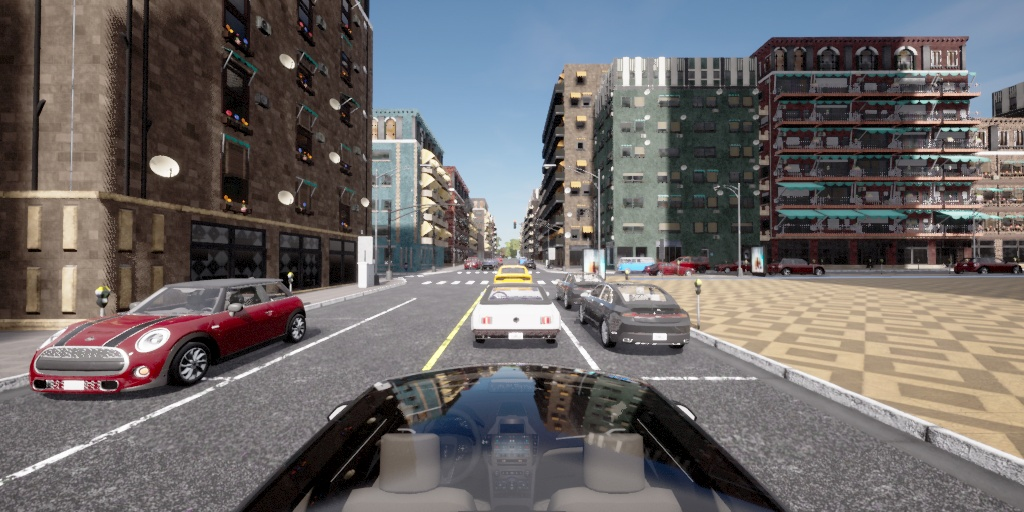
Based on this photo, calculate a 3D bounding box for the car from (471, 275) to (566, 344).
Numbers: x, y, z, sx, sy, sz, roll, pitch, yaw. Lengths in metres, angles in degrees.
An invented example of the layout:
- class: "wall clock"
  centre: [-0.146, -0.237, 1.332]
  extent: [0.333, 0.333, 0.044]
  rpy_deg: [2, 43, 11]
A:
- class: "car"
  centre: [0.082, 1.353, 9.593]
  extent: [1.895, 1.301, 4.718]
  rpy_deg: [0, 0, 0]

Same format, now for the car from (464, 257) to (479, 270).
- class: "car"
  centre: [-5.801, 1.083, 52.794]
  extent: [2.192, 1.841, 5.009]
  rpy_deg: [0, 0, 0]

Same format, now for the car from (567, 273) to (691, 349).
- class: "car"
  centre: [2.805, 1.303, 9.011]
  extent: [2.007, 1.370, 4.403]
  rpy_deg: [0, 0, 0]

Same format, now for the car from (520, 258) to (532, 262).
- class: "car"
  centre: [2.580, 1.334, 52.773]
  extent: [1.948, 1.339, 4.313]
  rpy_deg: [0, 0, 0]

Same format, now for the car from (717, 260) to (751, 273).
- class: "car"
  centre: [24.743, 1.165, 39.556]
  extent: [4.507, 1.381, 1.888]
  rpy_deg: [0, 0, 0]

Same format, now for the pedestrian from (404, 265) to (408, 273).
- class: "pedestrian"
  centre: [-12.618, 1.097, 42.705]
  extent: [0.375, 1.860, 0.375]
  rpy_deg: [0, 0, 0]

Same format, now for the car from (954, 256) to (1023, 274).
- class: "car"
  centre: [41.281, 0.811, 31.093]
  extent: [4.097, 1.591, 1.967]
  rpy_deg: [0, 0, 0]

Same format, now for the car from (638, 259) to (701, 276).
- class: "car"
  centre: [13.644, 1.163, 31.231]
  extent: [4.207, 1.307, 1.802]
  rpy_deg: [0, 0, 0]

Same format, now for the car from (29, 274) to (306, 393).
- class: "car"
  centre: [-5.830, 1.191, 6.756]
  extent: [1.967, 1.591, 4.097]
  rpy_deg: [0, 0, 0]

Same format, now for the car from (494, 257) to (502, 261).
- class: "car"
  centre: [-3.211, 1.319, 60.157]
  extent: [2.033, 1.411, 5.357]
  rpy_deg: [0, 0, 0]

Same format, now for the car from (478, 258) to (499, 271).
- class: "car"
  centre: [-3.222, 1.368, 50.464]
  extent: [1.895, 1.301, 4.718]
  rpy_deg: [0, 0, 1]

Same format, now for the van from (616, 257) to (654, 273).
- class: "van"
  centre: [13.688, 1.046, 39.611]
  extent: [3.998, 1.789, 1.690]
  rpy_deg: [0, 0, 0]

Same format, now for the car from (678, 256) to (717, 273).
- class: "car"
  centre: [19.215, 0.977, 39.583]
  extent: [5.009, 1.841, 2.192]
  rpy_deg: [0, 0, 0]

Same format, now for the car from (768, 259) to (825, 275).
- class: "car"
  centre: [24.699, 0.936, 31.176]
  extent: [4.097, 1.591, 1.967]
  rpy_deg: [0, 0, 0]

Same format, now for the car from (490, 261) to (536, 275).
- class: "car"
  centre: [0.055, 1.233, 19.047]
  extent: [1.882, 1.535, 5.008]
  rpy_deg: [0, 0, 0]

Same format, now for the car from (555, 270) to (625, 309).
- class: "car"
  centre: [2.793, 1.304, 14.580]
  extent: [2.007, 1.370, 4.403]
  rpy_deg: [0, 0, 0]
